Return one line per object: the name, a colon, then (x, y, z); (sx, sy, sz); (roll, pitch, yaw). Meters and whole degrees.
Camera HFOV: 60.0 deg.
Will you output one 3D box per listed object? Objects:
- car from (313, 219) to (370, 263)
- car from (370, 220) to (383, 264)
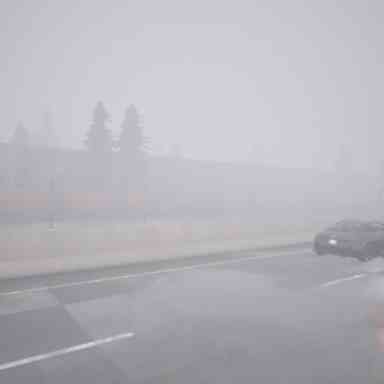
car: (6.578, 1.742, 12.808); (4.181, 1.385, 1.994); (1, 0, -35)
car: (7.478, 1.381, 9.171); (5.566, 2.045, 2.150); (1, 0, -35)
